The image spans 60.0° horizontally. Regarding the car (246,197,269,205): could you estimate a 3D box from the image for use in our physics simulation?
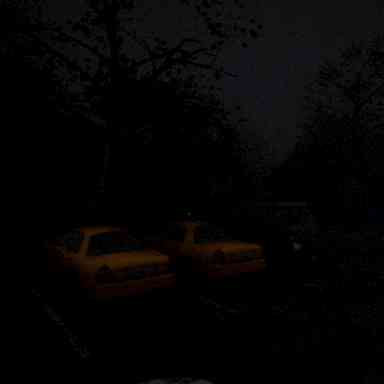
[{"bbox_3d":[11.940,1.631,60.825,1.895,1.301,4.718,0,2,-20],"label":"car"}]

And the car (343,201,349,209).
[{"bbox_3d":[19.966,1.766,47.896,1.882,1.535,5.008,-2,2,-35],"label":"car"}]

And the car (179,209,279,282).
[{"bbox_3d":[-0.249,1.483,9.868,1.946,1.575,5.366,0,0,-35],"label":"car"}]

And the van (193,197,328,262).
[{"bbox_3d":[2.203,1.274,11.244,1.878,1.987,4.442,0,0,-35],"label":"van"}]

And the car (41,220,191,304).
[{"bbox_3d":[-2.416,1.476,8.323,1.946,1.575,5.366,0,0,-35],"label":"car"}]

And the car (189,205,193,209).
[{"bbox_3d":[-0.829,1.881,31.882,1.812,1.442,4.674,-2,2,-35],"label":"car"}]
